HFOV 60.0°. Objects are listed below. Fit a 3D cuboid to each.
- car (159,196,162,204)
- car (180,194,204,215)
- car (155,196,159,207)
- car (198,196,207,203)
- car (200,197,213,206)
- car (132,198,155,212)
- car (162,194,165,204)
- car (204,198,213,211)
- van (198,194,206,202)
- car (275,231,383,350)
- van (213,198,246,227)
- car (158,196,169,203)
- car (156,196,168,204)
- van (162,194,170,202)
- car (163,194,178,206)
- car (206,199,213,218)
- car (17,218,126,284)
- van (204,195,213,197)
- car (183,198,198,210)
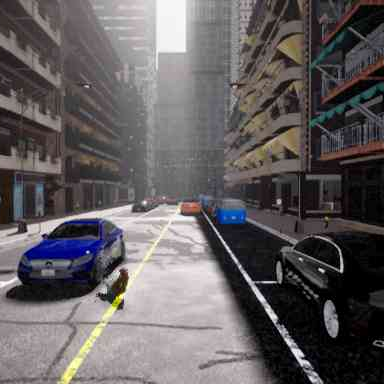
[{"bbox_3d":[-5.980,1.615,50.349,1.802,1.307,4.206,-1,0,0],"label":"car"},{"bbox_3d":[-0.100,1.373,34.472,2.097,1.767,4.553,0,0,0],"label":"car"},{"bbox_3d":[-5.950,1.573,44.748,1.887,1.381,4.507,-1,0,0],"label":"car"},{"bbox_3d":[2.273,1.577,72.945,1.752,1.417,4.829,-1,0,0],"label":"car"},{"bbox_3d":[2.368,1.588,55.970,2.008,1.369,4.403,-1,0,0],"label":"car"},{"bbox_3d":[-5.918,1.591,39.145,1.947,1.339,4.313,-1,0,0],"label":"car"},{"bbox_3d":[-6.045,1.482,61.553,1.967,1.590,4.097,-1,0,0],"label":"car"},{"bbox_3d":[2.494,1.565,33.562,1.887,1.381,4.507,-1,0,0],"label":"car"},{"bbox_3d":[2.239,1.398,78.377,1.690,1.788,3.998,-1,0,0],"label":"van"},{"bbox_3d":[2.967,1.509,6.364,1.837,1.490,4.892,0,0,0],"label":"car"},{"bbox_3d":[2.554,1.354,22.358,1.690,1.788,3.998,-1,0,0],"label":"van"},{"bbox_3d":[-6.107,1.602,72.757,2.008,1.369,4.403,-1,0,0],"label":"car"},{"bbox_3d":[-6.075,1.613,67.154,1.947,1.339,4.313,-1,0,0],"label":"car"},{"bbox_3d":[-6.141,1.398,78.359,1.690,1.788,3.998,-1,0,0],"label":"van"},{"bbox_3d":[-3.389,1.516,57.086,1.882,1.535,5.008,0,0,0],"label":"car"},{"bbox_3d":[2.526,1.568,27.960,2.008,1.369,4.403,-1,0,0],"label":"car"},{"bbox_3d":[-3.171,1.530,9.701,1.812,1.442,4.674,0,0,0],"label":"car"},{"bbox_3d":[2.396,1.374,50.368,1.690,1.788,3.998,-1,0,0],"label":"van"},{"bbox_3d":[-0.170,1.533,44.371,1.837,1.490,4.892,0,0,0],"label":"car"}]
